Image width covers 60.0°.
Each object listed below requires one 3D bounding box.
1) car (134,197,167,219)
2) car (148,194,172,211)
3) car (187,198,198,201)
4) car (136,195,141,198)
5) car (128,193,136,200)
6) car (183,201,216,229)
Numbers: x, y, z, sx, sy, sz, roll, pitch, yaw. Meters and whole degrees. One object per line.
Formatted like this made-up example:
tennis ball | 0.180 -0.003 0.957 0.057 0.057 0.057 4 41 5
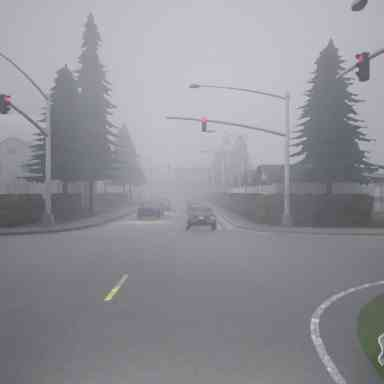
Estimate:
car | -3.604 1.477 29.619 1.882 1.535 5.008 0 0 0
car | -3.605 1.352 39.773 2.097 1.767 4.553 0 0 0
car | 0.077 1.547 45.060 2.033 1.411 5.357 0 0 0
car | -16.230 1.360 87.536 3.806 1.475 1.970 0 0 -1
car | -16.819 1.076 84.208 3.866 1.878 1.905 0 0 -1
car | 0.448 1.547 21.513 2.033 1.411 5.357 0 0 -2
